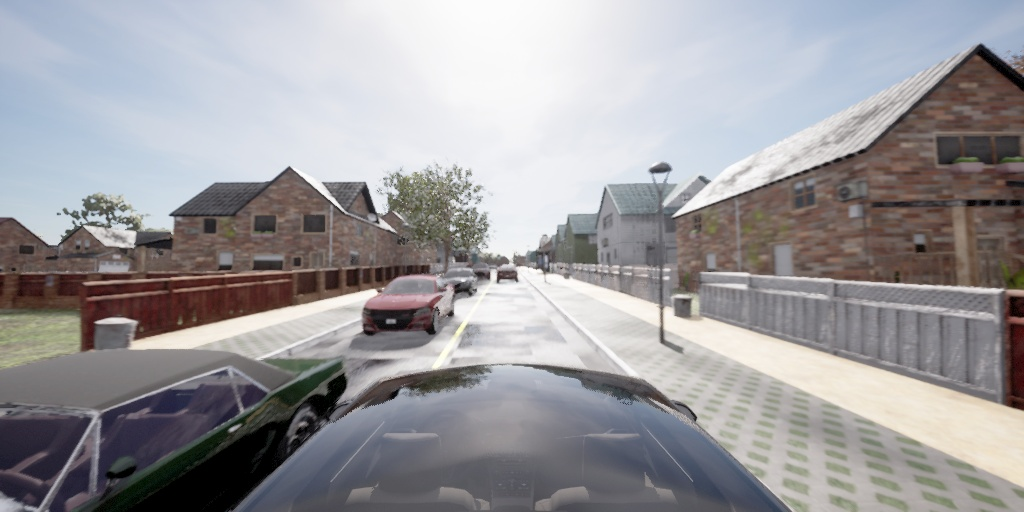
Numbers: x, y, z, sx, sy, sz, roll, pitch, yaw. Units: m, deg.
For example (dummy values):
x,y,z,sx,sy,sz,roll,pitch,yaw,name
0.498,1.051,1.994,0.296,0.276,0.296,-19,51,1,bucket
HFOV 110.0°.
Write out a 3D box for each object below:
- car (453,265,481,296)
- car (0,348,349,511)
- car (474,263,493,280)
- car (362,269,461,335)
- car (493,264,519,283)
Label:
x,y,z,sx,sy,sz,roll,pitch,yaw,name
-3.091,1.469,21.295,1.837,1.490,4.892,0,0,-1,car
-2.815,1.373,1.963,1.895,1.301,4.718,0,0,-1,car
-3.228,1.504,36.620,2.097,1.767,4.553,0,-1,-1,car
-2.956,1.338,11.179,1.882,1.535,5.008,0,-1,-1,car
-0.401,1.546,32.445,1.882,1.535,5.008,0,-1,0,car
